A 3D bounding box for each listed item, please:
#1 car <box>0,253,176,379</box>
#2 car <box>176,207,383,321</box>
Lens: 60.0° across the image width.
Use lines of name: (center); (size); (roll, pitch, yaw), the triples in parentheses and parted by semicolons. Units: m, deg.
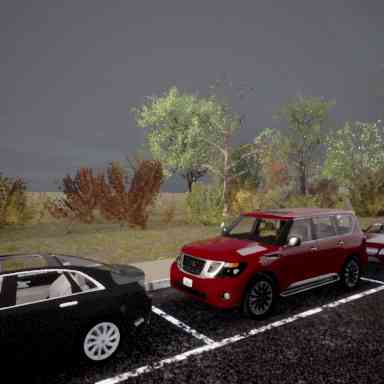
car: (-2.635, 1.551, 4.209); (4.403, 1.369, 2.008); (0, 1, -35)
car: (1.971, 1.316, 7.487); (5.009, 1.841, 2.192); (0, 1, -35)
